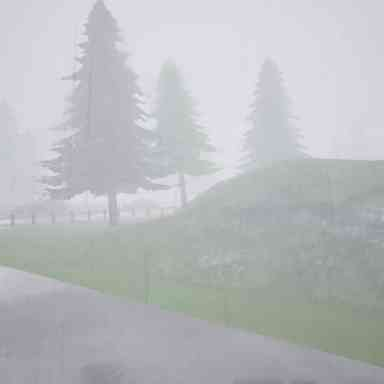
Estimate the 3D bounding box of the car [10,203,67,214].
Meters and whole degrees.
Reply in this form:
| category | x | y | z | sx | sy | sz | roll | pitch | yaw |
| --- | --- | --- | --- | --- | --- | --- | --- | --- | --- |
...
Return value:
| category | x | y | z | sx | sy | sz | roll | pitch | yaw |
| --- | --- | --- | --- | --- | --- | --- | --- | --- | --- |
| car | -14.214 | 1.386 | 31.038 | 2.128 | 1.511 | 4.902 | 0 | 0 | 44 |

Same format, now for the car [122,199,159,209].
| category | x | y | z | sx | sy | sz | roll | pitch | yaw |
| --- | --- | --- | --- | --- | --- | --- | --- | --- | --- |
| car | -5.963 | 1.468 | 38.744 | 4.181 | 1.385 | 1.994 | 0 | 0 | -38 |
